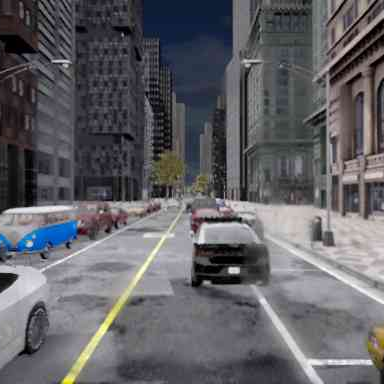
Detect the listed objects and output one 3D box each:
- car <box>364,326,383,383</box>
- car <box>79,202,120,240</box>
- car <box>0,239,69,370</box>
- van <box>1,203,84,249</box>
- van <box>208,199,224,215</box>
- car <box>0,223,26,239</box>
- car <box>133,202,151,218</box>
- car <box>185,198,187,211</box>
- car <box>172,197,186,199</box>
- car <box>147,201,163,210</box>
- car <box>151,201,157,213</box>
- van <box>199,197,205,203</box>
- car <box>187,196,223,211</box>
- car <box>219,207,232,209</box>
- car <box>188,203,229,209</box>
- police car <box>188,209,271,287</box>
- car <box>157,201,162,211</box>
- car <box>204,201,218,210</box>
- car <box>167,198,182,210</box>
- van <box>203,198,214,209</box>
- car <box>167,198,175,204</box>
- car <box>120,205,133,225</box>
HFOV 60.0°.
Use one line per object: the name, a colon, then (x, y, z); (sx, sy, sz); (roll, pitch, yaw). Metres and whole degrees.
car: (2.772, 1.544, 1.804); (1.752, 1.417, 4.829); (0, -1, 0)
car: (-5.743, 1.492, 18.238); (2.192, 1.841, 5.009); (0, -1, 0)
car: (-3.096, 1.560, 3.461); (1.812, 1.442, 4.674); (0, -1, 0)
van: (-5.750, 1.465, 12.712); (1.690, 1.788, 3.998); (0, -1, 0)
van: (2.833, 1.732, 40.309); (1.690, 1.788, 3.998); (0, -1, 0)
car: (-5.757, 1.621, 7.185); (2.008, 1.369, 4.403); (0, -1, 0)
car: (-5.725, 1.861, 34.641); (1.752, 1.417, 4.829); (0, -1, 0)
car: (0.097, 1.977, 48.582); (1.837, 1.490, 4.892); (0, -1, 1)
car: (-2.906, 2.237, 67.677); (2.033, 1.411, 5.357); (0, -1, 0)
car: (-5.705, 2.044, 51.386); (1.887, 1.381, 4.507); (0, -1, 0)
car: (-5.718, 1.936, 40.336); (1.887, 1.381, 4.507); (0, -1, 0)
van: (2.898, 2.286, 94.866); (1.690, 1.788, 3.998); (0, -1, 0)
car: (0.935, 1.474, 25.707); (2.150, 2.045, 5.566); (0, -1, 0)
car: (2.798, 1.728, 18.208); (2.008, 1.369, 4.403); (0, -1, 0)
car: (0.854, 1.669, 19.664); (1.882, 1.535, 5.008); (0, -1, -1)
police car: (0.913, 1.521, 9.786); (1.930, 1.638, 5.238); (0, -1, 0)
car: (-5.712, 1.990, 45.861); (1.887, 1.381, 4.507); (0, -1, 0)
car: (2.850, 2.044, 51.356); (1.887, 1.381, 4.507); (0, -1, 0)
car: (-2.952, 2.043, 53.252); (1.812, 1.442, 4.674); (0, -1, 1)
van: (2.859, 1.895, 56.883); (1.690, 1.788, 3.998); (0, -1, 0)
car: (-5.642, 2.412, 89.308); (1.752, 1.417, 4.829); (0, -1, 0)
car: (-5.738, 1.775, 23.761); (1.887, 1.381, 4.507); (0, -1, 0)
